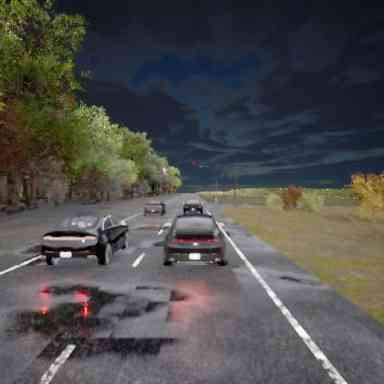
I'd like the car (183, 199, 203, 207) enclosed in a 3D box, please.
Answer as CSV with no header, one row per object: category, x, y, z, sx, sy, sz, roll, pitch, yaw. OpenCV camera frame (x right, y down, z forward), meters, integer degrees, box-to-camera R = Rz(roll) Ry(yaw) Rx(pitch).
car,0.095,1.433,32.771,1.882,1.535,5.008,0,0,0

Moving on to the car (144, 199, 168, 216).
car,-3.404,1.448,31.494,2.128,1.511,4.902,0,0,0

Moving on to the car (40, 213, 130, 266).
car,-3.416,1.479,11.440,2.128,1.511,4.902,0,0,0

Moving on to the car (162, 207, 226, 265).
car,0.085,1.493,11.532,1.837,1.490,4.892,0,1,0
